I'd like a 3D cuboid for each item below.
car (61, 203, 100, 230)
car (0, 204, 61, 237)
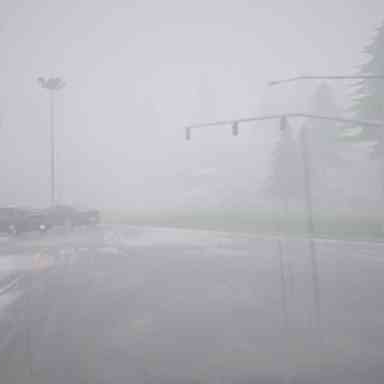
[{"bbox_3d":[-8.060,1.465,20.977,5.008,1.535,1.882,0,0,29],"label":"car"},{"bbox_3d":[-9.622,1.499,17.847,4.892,1.490,1.837,0,0,29],"label":"car"}]
